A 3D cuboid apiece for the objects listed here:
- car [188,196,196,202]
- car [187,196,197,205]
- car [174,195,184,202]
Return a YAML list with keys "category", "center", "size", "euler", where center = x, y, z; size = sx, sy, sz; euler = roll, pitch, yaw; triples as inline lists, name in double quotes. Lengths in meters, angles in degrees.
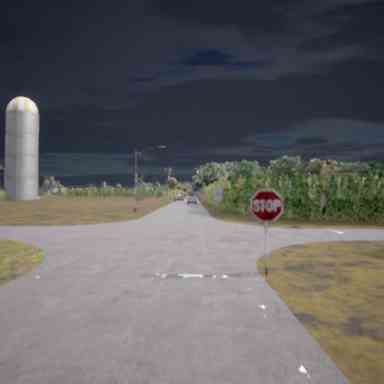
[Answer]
- category: "car"
  center: [0.021, 1.627, 75.658]
  size: [1.895, 1.301, 4.718]
  euler: [0, 0, 0]
- category: "car"
  center: [0.018, 1.742, 65.620]
  size: [1.994, 1.385, 4.181]
  euler: [0, 0, 0]
- category: "car"
  center: [-2.731, 1.354, 69.800]
  size: [1.994, 1.385, 4.181]
  euler: [0, 0, 0]
